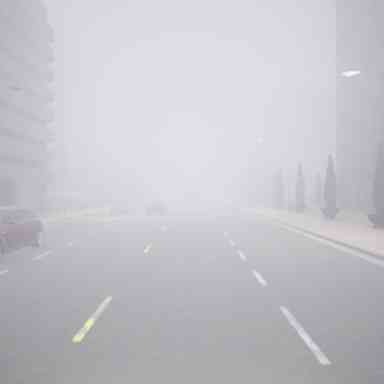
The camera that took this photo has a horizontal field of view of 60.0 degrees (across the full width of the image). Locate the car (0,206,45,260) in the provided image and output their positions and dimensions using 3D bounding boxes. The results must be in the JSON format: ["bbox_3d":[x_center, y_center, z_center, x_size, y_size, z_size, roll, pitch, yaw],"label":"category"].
[{"bbox_3d":[-7.076,1.338,11.719,2.097,1.767,4.553,0,0,0],"label":"car"}]

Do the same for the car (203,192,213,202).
[{"bbox_3d":[3.553,1.077,70.148,2.150,2.045,5.566,0,0,0],"label":"car"}]

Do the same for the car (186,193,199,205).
[{"bbox_3d":[0.043,1.163,59.734,2.150,2.045,5.566,0,0,0],"label":"car"}]

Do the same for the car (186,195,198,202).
[{"bbox_3d":[0.070,1.373,70.082,2.033,1.411,5.357,0,0,4],"label":"car"}]

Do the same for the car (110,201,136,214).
[{"bbox_3d":[-6.975,1.584,33.964,1.895,1.301,4.718,0,0,0],"label":"car"}]

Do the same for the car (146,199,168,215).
[{"bbox_3d":[-3.475,1.451,33.991,1.882,1.535,5.008,0,0,0],"label":"car"}]

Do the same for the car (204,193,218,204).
[{"bbox_3d":[3.543,1.459,60.118,1.812,1.442,4.674,0,0,0],"label":"car"}]
